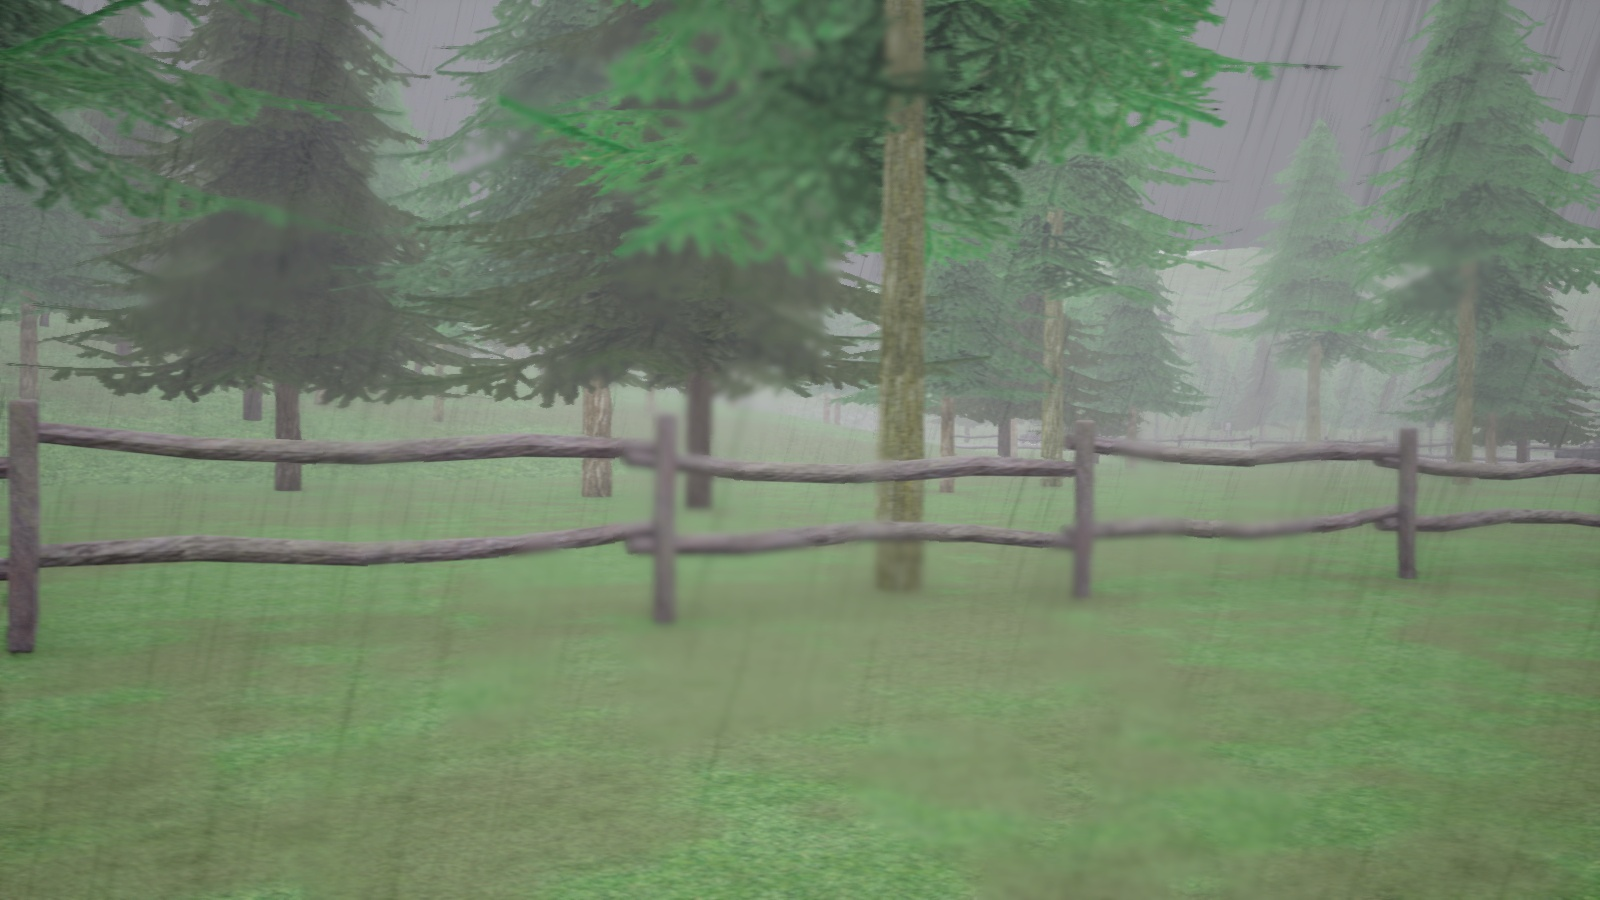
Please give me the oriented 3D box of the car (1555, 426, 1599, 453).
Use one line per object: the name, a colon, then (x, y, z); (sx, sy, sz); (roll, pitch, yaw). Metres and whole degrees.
car: (39.083, -0.505, 60.272); (1.895, 1.301, 4.718); (-1, 1, -21)
